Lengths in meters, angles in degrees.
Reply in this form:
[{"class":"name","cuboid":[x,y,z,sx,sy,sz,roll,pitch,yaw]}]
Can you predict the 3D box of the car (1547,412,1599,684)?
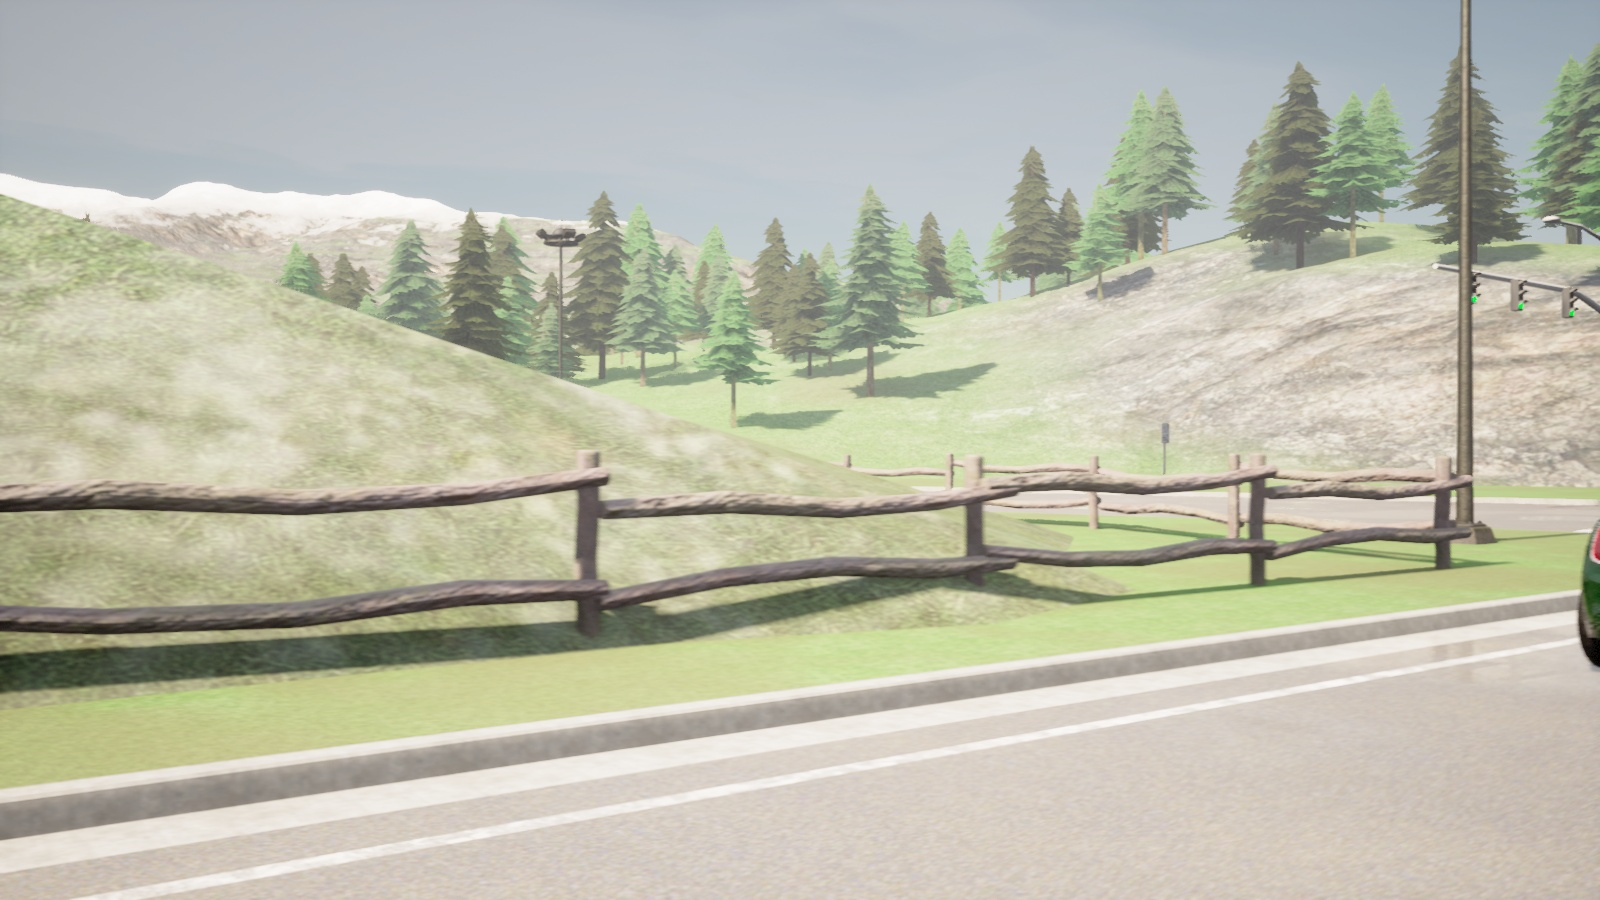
[{"class":"car","cuboid":[7.480,0.627,8.865,4.553,1.767,2.097,0,0,-35]}]
